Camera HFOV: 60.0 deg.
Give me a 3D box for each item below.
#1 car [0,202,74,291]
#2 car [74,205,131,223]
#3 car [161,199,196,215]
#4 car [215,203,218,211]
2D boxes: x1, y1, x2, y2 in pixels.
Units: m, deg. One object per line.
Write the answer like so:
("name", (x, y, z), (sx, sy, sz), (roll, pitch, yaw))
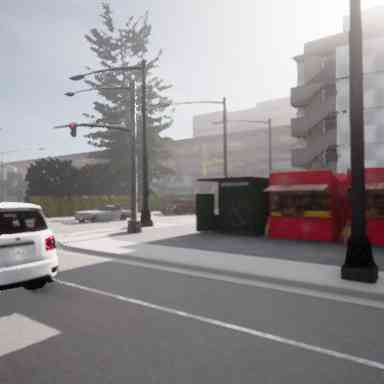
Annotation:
("car", (-5.463, 1.257, 7.887), (5.566, 2.045, 2.150), (-1, 0, 36))
("car", (-7.275, 1.758, 27.376), (1.895, 1.301, 4.718), (-1, -1, 36))
("car", (-1.313, 1.514, 35.590), (2.097, 1.767, 4.553), (-1, -1, 36))
("car", (4.793, 1.657, 43.964), (2.128, 1.511, 4.902), (-1, -1, 36))
